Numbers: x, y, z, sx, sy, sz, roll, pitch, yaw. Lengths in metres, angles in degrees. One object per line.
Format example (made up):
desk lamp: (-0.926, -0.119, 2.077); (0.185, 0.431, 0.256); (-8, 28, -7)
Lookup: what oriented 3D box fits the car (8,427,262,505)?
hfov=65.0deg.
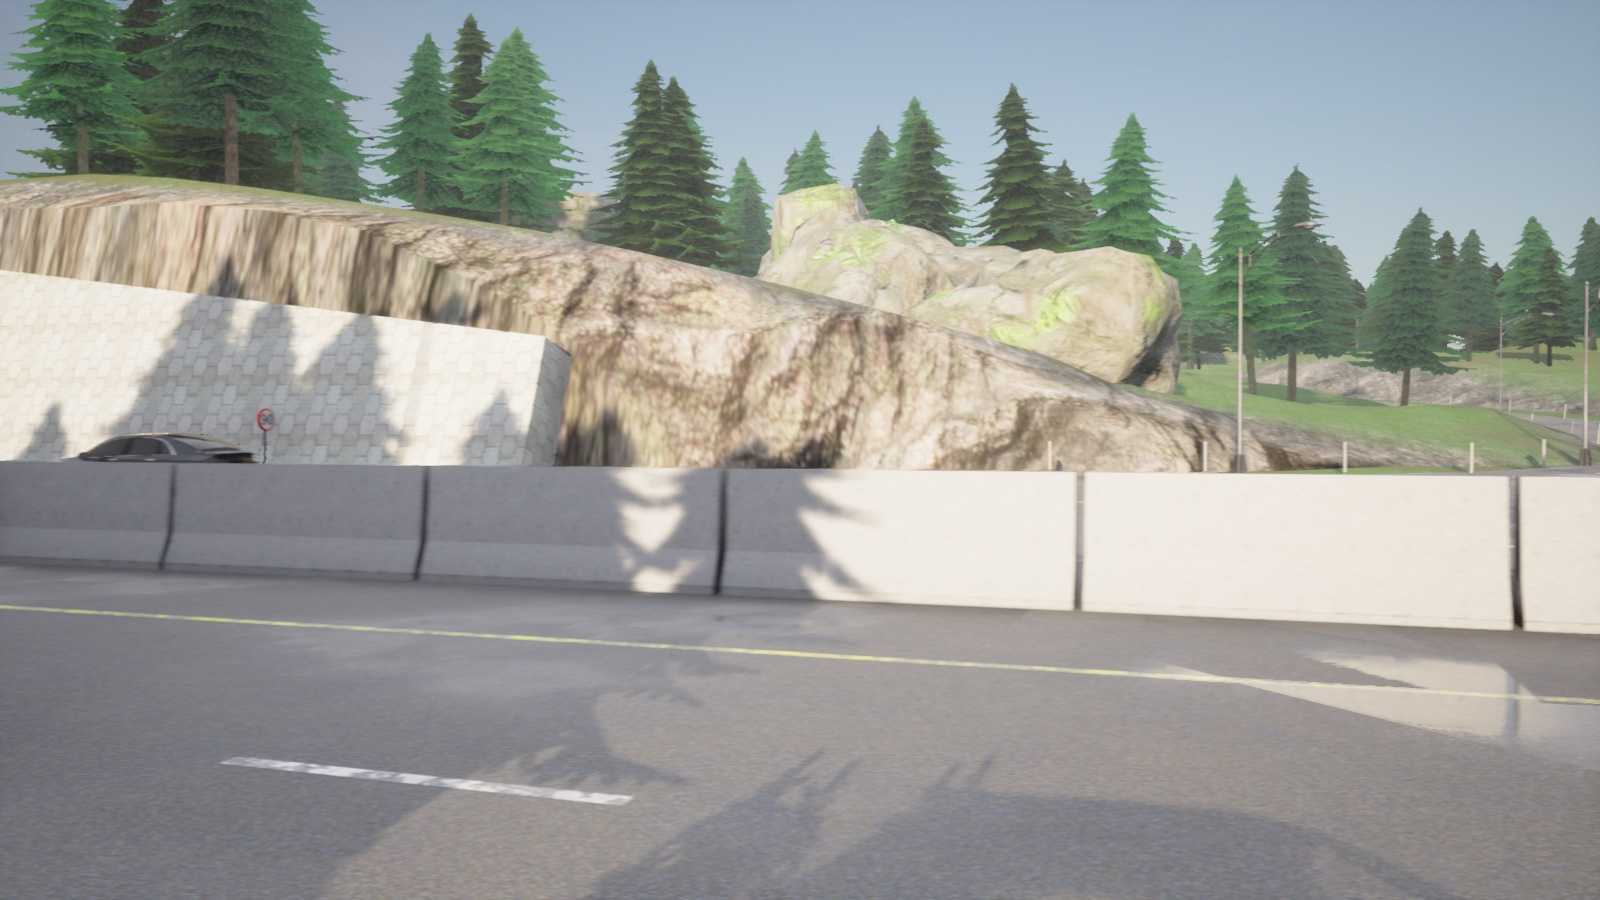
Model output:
car: (-13.948, 0.288, 26.348); (4.892, 1.490, 1.837); (1, 1, 19)
